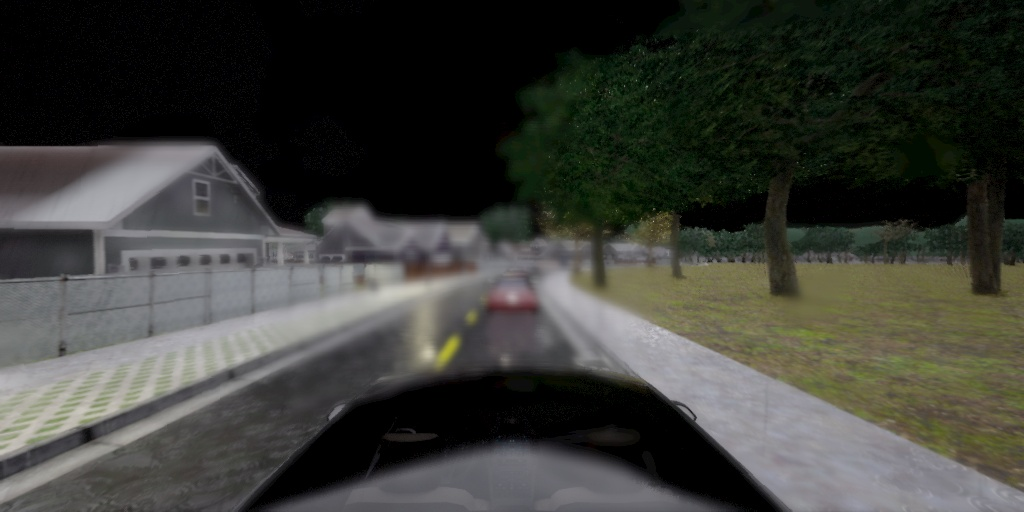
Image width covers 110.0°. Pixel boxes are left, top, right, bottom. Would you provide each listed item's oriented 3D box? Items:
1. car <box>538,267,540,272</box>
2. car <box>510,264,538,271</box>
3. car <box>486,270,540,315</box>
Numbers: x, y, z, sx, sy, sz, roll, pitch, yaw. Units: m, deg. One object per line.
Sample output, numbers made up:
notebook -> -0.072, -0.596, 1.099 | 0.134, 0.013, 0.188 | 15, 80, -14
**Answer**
car -> 3.018, 1.970, 55.091 | 2.033, 1.411, 5.357 | 0, -1, 17
car -> 0.696, 1.582, 29.080 | 2.128, 1.511, 4.902 | 0, -1, 6
car -> 0.051, 1.452, 14.397 | 1.994, 1.385, 4.181 | 0, -1, 1
